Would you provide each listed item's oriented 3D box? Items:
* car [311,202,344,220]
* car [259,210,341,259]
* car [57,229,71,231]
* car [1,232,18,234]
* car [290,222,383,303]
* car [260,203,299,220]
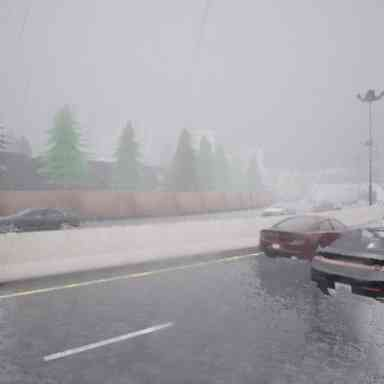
[{"bbox_3d":[13.184,1.782,32.251,1.837,1.490,4.892,0,-1,36],"label":"car"},{"bbox_3d":[4.516,1.582,12.172,5.008,1.535,1.882,0,0,-41],"label":"car"},{"bbox_3d":[-9.021,1.652,19.291,4.892,1.490,1.837,0,0,-39],"label":"car"},{"bbox_3d":[-8.660,1.571,10.851,4.902,1.511,2.128,0,-1,-36],"label":"car"},{"bbox_3d":[4.657,1.560,7.665,4.902,1.511,2.128,0,-1,-39],"label":"car"},{"bbox_3d":[8.423,1.792,31.752,1.812,1.442,4.674,0,-1,39],"label":"car"}]
